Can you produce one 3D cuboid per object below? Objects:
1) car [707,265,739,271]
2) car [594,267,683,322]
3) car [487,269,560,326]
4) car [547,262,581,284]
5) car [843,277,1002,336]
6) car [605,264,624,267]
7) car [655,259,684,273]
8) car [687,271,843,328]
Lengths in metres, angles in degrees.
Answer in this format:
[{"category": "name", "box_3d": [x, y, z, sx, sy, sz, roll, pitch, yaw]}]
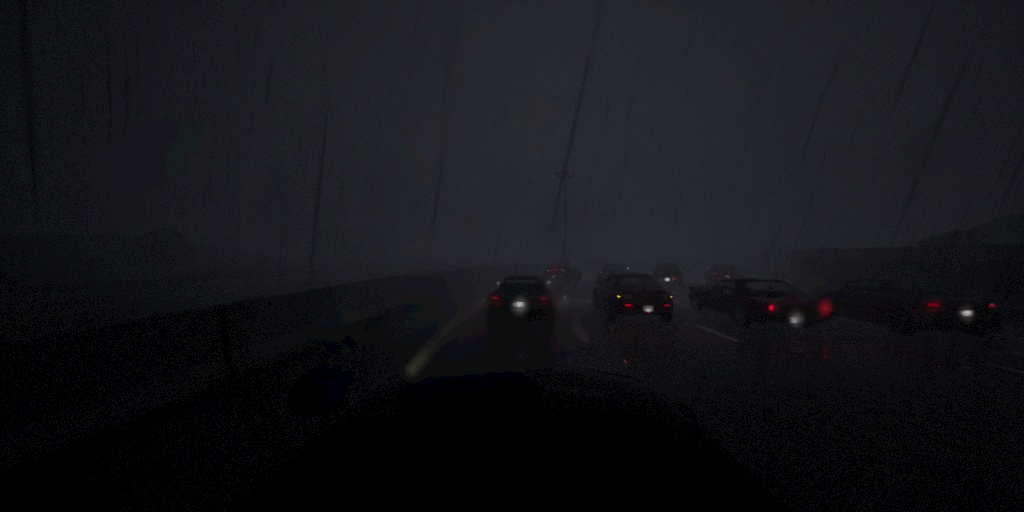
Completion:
[{"category": "car", "box_3d": [14.429, 1.272, 24.515, 1.994, 1.385, 4.181, 0, 0, 25]}, {"category": "car", "box_3d": [3.926, 1.257, 12.122, 1.812, 1.442, 4.674, 0, 0, 5]}, {"category": "car", "box_3d": [0.371, 1.295, 11.625, 1.994, 1.385, 4.181, 0, 0, 4]}, {"category": "car", "box_3d": [3.782, 1.197, 26.306, 2.128, 1.511, 4.902, 0, 0, 22]}, {"category": "car", "box_3d": [10.785, 1.299, 10.400, 1.994, 1.385, 4.181, 0, 0, 4]}, {"category": "car", "box_3d": [7.470, 1.269, 26.081, 1.994, 1.385, 4.181, 0, 0, 23]}, {"category": "car", "box_3d": [10.760, 1.214, 24.899, 1.837, 1.490, 4.892, 0, 0, 23]}, {"category": "car", "box_3d": [7.333, 1.333, 11.268, 1.895, 1.301, 4.718, 0, 0, 4]}]
